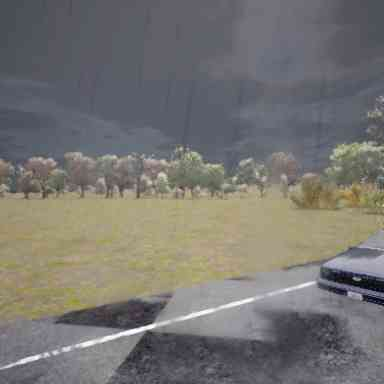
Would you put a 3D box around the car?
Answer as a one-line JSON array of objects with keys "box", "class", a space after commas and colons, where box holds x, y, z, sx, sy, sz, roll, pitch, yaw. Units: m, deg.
[{"box": [5.177, 1.530, 7.743, 5.357, 1.411, 2.033, 0, 0, -36], "class": "car"}]
